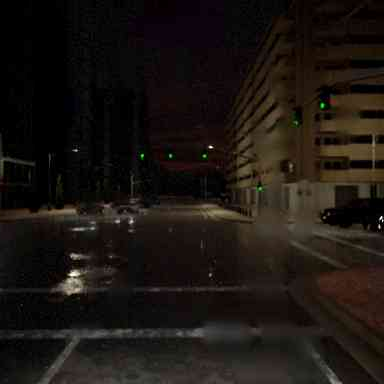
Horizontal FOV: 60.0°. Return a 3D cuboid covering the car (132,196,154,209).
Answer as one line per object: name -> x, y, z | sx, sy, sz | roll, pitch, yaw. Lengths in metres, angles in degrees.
car -> -7.587, 1.862, 51.850 | 2.128, 1.511, 4.902 | 0, 0, 0

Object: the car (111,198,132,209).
car -> -11.082, 1.723, 51.376 | 2.097, 1.767, 4.553 | 0, 0, 0

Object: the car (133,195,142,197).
car -> -11.159, 1.707, 67.585 | 2.150, 2.045, 5.566 | 0, 0, 0

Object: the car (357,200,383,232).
car -> 12.791, 1.551, 19.887 | 4.553, 1.767, 2.097 | 0, 0, -1

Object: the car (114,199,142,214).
car -> -7.470, 1.884, 39.218 | 1.895, 1.301, 4.718 | 0, 0, 0

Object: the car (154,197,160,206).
car -> -7.664, 1.841, 67.700 | 2.097, 1.767, 4.553 | 0, -1, 0

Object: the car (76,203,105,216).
car -> -10.945, 1.862, 36.199 | 1.895, 1.301, 4.718 | 0, 0, 0

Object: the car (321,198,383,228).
car -> 12.055, 1.441, 23.377 | 5.566, 2.045, 2.150 | 0, 0, -1
